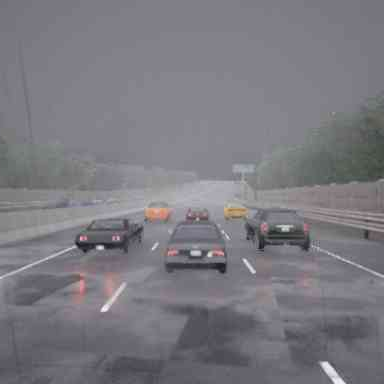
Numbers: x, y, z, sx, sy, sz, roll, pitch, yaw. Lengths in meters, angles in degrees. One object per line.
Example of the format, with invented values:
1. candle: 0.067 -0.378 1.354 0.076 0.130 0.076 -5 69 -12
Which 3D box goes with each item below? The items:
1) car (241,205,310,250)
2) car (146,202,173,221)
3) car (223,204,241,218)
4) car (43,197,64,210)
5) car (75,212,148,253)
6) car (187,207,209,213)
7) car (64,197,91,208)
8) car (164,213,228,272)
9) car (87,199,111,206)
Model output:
1. car: 3.723 1.521 15.238 2.097 1.767 4.553 0 -1 1
2. car: -2.950 1.702 30.551 2.097 1.767 4.553 0 -1 2
3. car: 4.106 1.853 32.217 1.882 1.535 5.008 0 -1 2
4. car: -19.950 1.786 49.454 2.150 2.045 5.566 0 -1 3
5. car: -3.295 1.754 14.309 1.895 1.301 4.718 0 -1 1
6. car: 0.513 1.938 29.245 1.895 1.301 4.718 0 -1 2
7. car: -16.451 1.788 49.369 2.150 2.045 5.566 0 -1 3
8. car: 0.150 1.666 11.164 2.033 1.411 5.357 0 -1 1
9. car: -12.985 2.106 48.684 2.033 1.411 5.357 0 -1 3
